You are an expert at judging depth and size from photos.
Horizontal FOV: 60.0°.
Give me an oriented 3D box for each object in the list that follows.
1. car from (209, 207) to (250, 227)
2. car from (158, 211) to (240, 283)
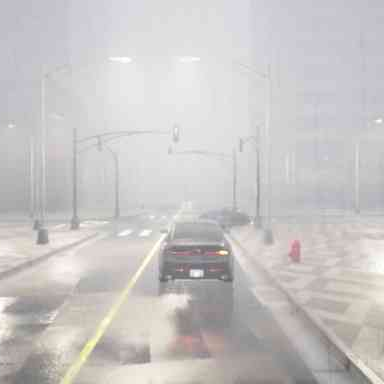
[{"bbox_3d":[2.132,1.623,21.465,1.994,1.385,4.181,-2,0,34],"label":"car"},{"bbox_3d":[0.100,1.539,9.733,1.837,1.490,4.892,0,0,0],"label":"car"}]
